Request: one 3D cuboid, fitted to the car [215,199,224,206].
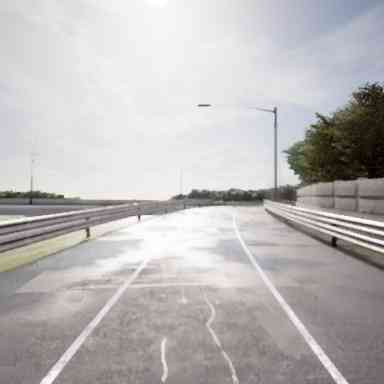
[{"bbox_3d":[6.424,2.706,87.250,4.553,1.767,2.097,2,-3,-39],"label":"car"}]
